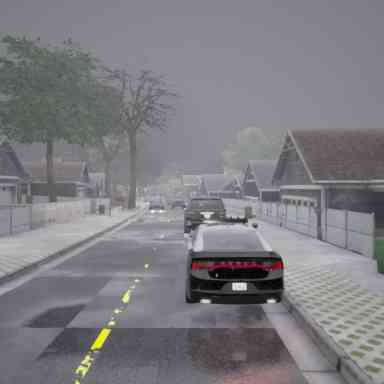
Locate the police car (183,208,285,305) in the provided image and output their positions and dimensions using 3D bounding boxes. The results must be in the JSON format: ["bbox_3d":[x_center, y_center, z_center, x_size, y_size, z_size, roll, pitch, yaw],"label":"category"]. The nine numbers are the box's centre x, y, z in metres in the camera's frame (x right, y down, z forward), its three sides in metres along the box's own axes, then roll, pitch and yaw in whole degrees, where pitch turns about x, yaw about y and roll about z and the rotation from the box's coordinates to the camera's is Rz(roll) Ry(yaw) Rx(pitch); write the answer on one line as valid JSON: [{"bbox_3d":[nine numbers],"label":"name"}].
[{"bbox_3d":[0.807,1.430,8.315,1.930,1.638,5.238,0,0,0],"label":"police car"}]

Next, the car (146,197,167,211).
[{"bbox_3d":[-4.564,1.701,43.268,1.994,1.385,4.181,0,0,-5],"label":"car"}]

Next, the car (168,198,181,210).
[{"bbox_3d":[-2.003,1.663,46.832,1.837,1.490,4.892,0,0,-5],"label":"car"}]

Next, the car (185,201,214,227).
[{"bbox_3d":[0.417,1.494,24.476,1.801,1.575,5.366,0,0,-2],"label":"car"}]

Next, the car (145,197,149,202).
[{"bbox_3d":[-11.933,2.170,92.684,2.128,1.511,4.902,0,-1,-12],"label":"car"}]

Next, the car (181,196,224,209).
[{"bbox_3d":[0.641,1.250,18.288,2.150,2.045,5.566,0,0,-2],"label":"car"}]
